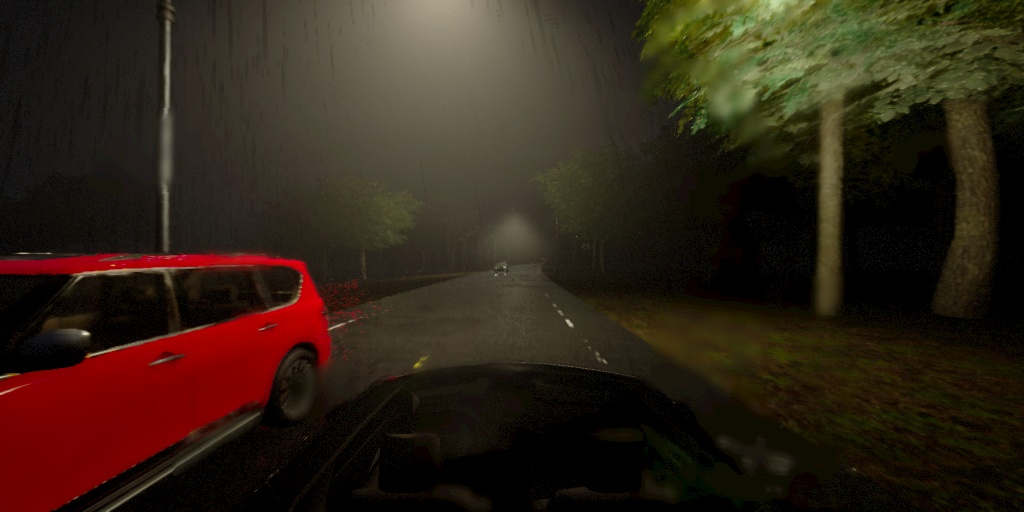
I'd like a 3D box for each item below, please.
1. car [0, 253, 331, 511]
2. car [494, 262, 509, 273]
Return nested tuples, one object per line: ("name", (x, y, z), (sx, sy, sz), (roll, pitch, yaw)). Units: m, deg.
("car", (-3.618, 0.981, 2.789), (2.150, 2.045, 5.566), (0, -1, 0))
("car", (-1.722, 1.834, 58.966), (2.097, 1.767, 4.553), (0, -1, 4))
